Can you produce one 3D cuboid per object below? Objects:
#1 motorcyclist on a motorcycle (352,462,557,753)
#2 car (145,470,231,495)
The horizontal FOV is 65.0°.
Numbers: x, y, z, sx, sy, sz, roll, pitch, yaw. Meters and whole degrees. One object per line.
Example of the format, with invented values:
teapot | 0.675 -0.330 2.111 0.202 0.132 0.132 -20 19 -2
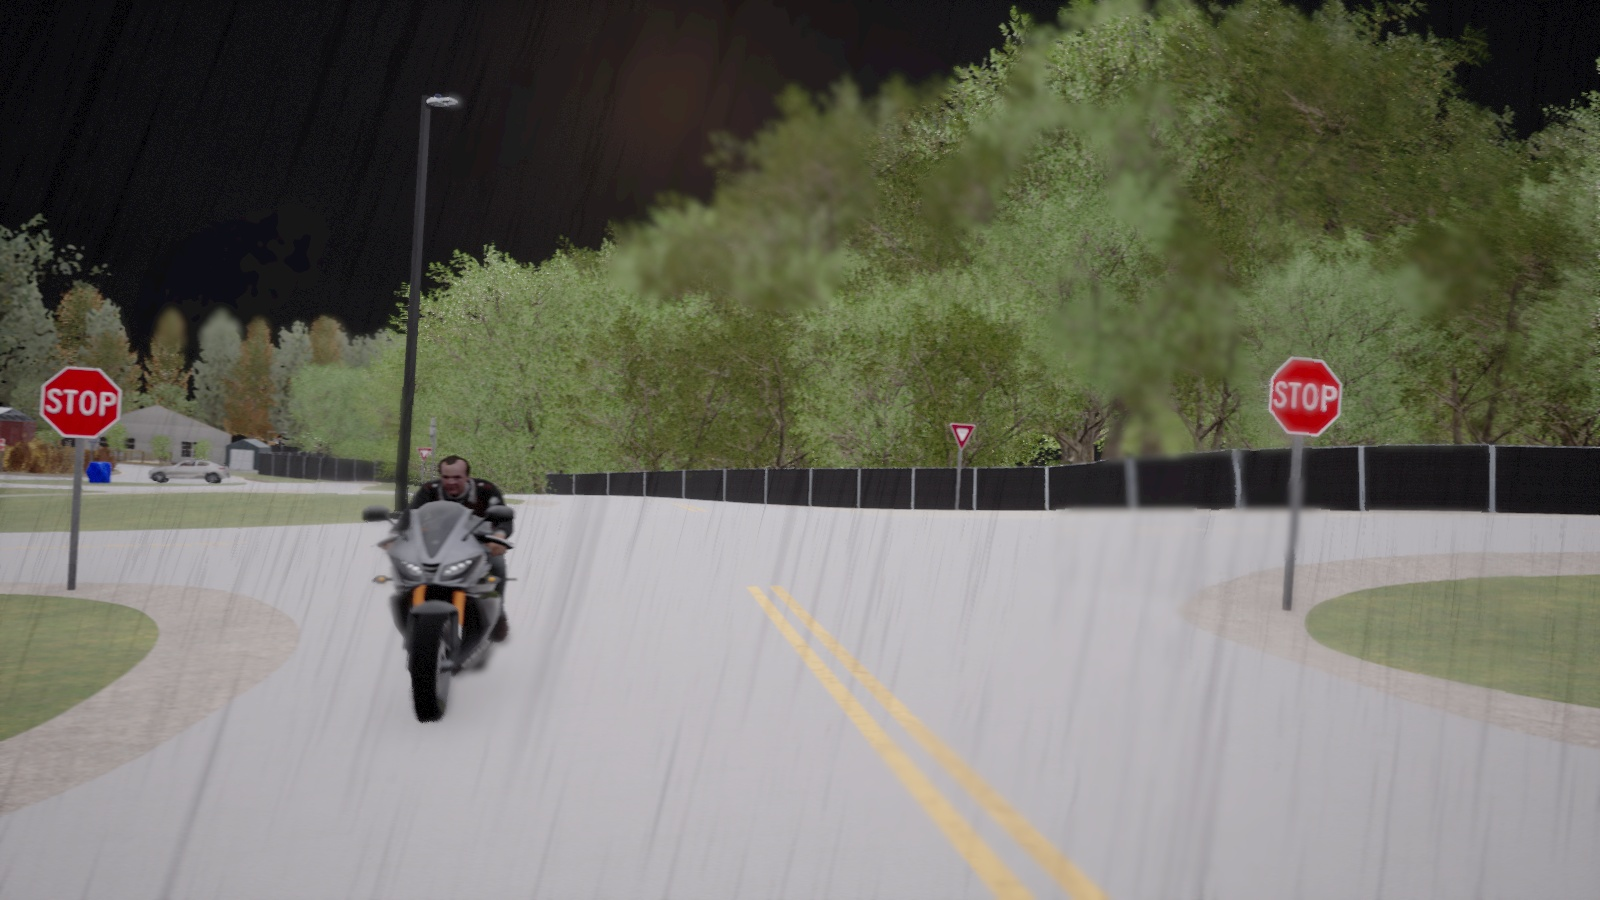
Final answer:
motorcyclist on a motorcycle | -2.081 0.857 7.894 0.866 1.530 2.191 -1 0 -6
car | -41.949 2.208 86.183 5.027 1.651 2.152 1 -1 -18
